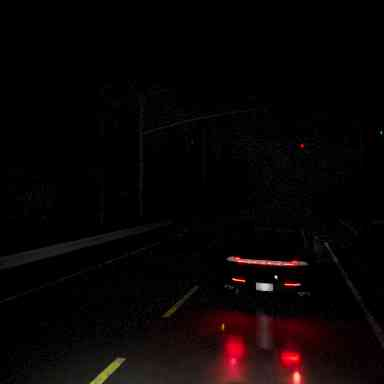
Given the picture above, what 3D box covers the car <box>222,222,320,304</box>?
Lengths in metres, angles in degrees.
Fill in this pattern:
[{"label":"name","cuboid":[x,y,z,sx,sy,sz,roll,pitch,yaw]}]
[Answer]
[{"label":"car","cuboid":[2.070,1.491,8.270,2.128,1.511,4.902,0,0,18]}]
